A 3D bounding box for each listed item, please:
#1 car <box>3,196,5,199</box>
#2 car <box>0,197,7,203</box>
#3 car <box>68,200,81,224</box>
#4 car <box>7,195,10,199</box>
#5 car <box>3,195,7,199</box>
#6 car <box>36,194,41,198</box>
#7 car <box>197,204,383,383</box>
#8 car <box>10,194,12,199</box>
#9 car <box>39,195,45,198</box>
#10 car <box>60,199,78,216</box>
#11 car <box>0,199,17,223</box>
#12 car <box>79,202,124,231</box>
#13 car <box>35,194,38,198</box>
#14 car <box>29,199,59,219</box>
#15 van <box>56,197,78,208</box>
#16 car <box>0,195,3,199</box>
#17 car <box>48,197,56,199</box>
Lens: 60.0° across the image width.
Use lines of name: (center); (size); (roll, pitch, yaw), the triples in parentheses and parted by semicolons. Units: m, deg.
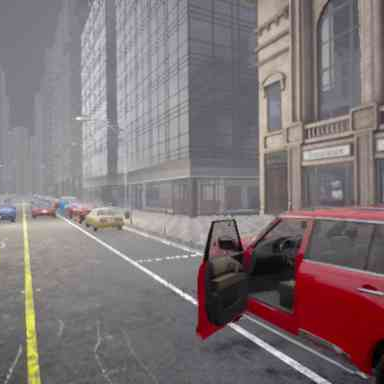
car: (-33.375, 1.801, 56.411); (1.947, 1.339, 4.313); (0, 0, -27)
car: (-43.541, 1.887, 76.378); (1.802, 1.307, 4.206); (0, 0, -27)
car: (-7.991, 1.577, 25.343); (1.887, 1.381, 4.507); (0, 0, -27)
car: (-41.001, 1.602, 71.387); (2.192, 1.841, 5.009); (0, 0, -27)
car: (-35.917, 1.692, 61.403); (1.967, 1.590, 4.097); (0, 0, -27)
car: (-35.950, 1.787, 80.258); (1.947, 1.339, 4.313); (0, 0, -27)
car: (2.155, 1.187, 4.592); (2.150, 2.045, 5.566); (-1, 0, -27)
car: (-46.085, 1.639, 81.371); (2.192, 1.841, 5.009); (0, 0, -27)
car: (-28.325, 1.713, 65.281); (1.887, 1.381, 4.507); (0, 0, -27)
car: (-10.532, 1.594, 30.335); (1.887, 1.381, 4.507); (0, 0, -27)
car: (-15.020, 1.579, 26.258); (1.882, 1.535, 5.008); (-1, 0, -27)
car: (-5.526, 1.541, 20.502); (1.752, 1.417, 4.829); (0, 0, -27)
car: (-38.492, 1.806, 85.250); (1.947, 1.339, 4.313); (0, 0, -27)
car: (-13.797, 1.645, 30.845); (1.994, 1.385, 4.181); (-1, 0, -27)
van: (-13.075, 1.407, 35.327); (1.690, 1.788, 3.998); (0, 0, -27)
car: (-30.834, 1.658, 51.419); (1.967, 1.590, 4.097); (0, 0, -27)
car: (-18.158, 1.645, 45.312); (1.887, 1.381, 4.507); (0, 0, -27)
